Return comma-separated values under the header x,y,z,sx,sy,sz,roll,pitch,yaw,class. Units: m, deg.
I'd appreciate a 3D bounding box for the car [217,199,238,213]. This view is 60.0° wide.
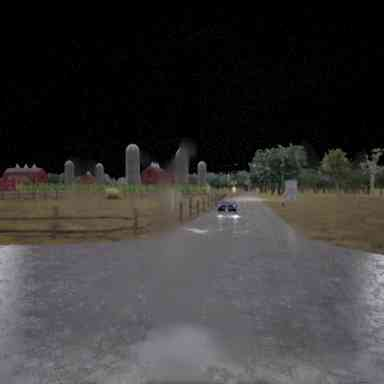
x,y,z,sx,sy,sz,roll,pitch,yaw,class
3.641,1.391,33.599,1.895,1.301,4.718,0,0,10,car
